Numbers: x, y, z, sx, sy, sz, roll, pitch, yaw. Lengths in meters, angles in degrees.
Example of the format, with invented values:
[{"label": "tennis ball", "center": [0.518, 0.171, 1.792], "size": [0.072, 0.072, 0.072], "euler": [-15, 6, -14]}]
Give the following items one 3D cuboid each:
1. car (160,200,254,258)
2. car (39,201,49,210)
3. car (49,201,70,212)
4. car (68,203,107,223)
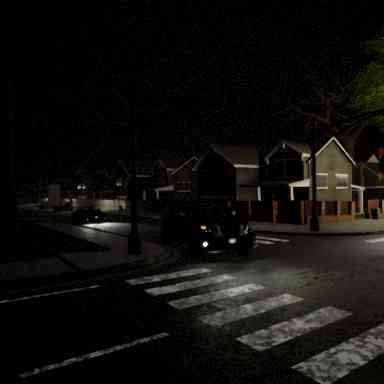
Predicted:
[{"label": "car", "center": [0.325, 1.343, 13.733], "size": [2.150, 2.045, 5.566], "euler": [0, -1, -22]}, {"label": "car", "center": [-24.230, 2.186, 55.544], "size": [1.994, 1.385, 4.181], "euler": [-1, 0, -35]}, {"label": "car", "center": [-18.253, 1.984, 47.015], "size": [2.128, 1.511, 4.902], "euler": [-1, 0, -34]}, {"label": "car", "center": [-8.907, 1.899, 28.667], "size": [1.994, 1.385, 4.181], "euler": [-1, 0, -35]}]
